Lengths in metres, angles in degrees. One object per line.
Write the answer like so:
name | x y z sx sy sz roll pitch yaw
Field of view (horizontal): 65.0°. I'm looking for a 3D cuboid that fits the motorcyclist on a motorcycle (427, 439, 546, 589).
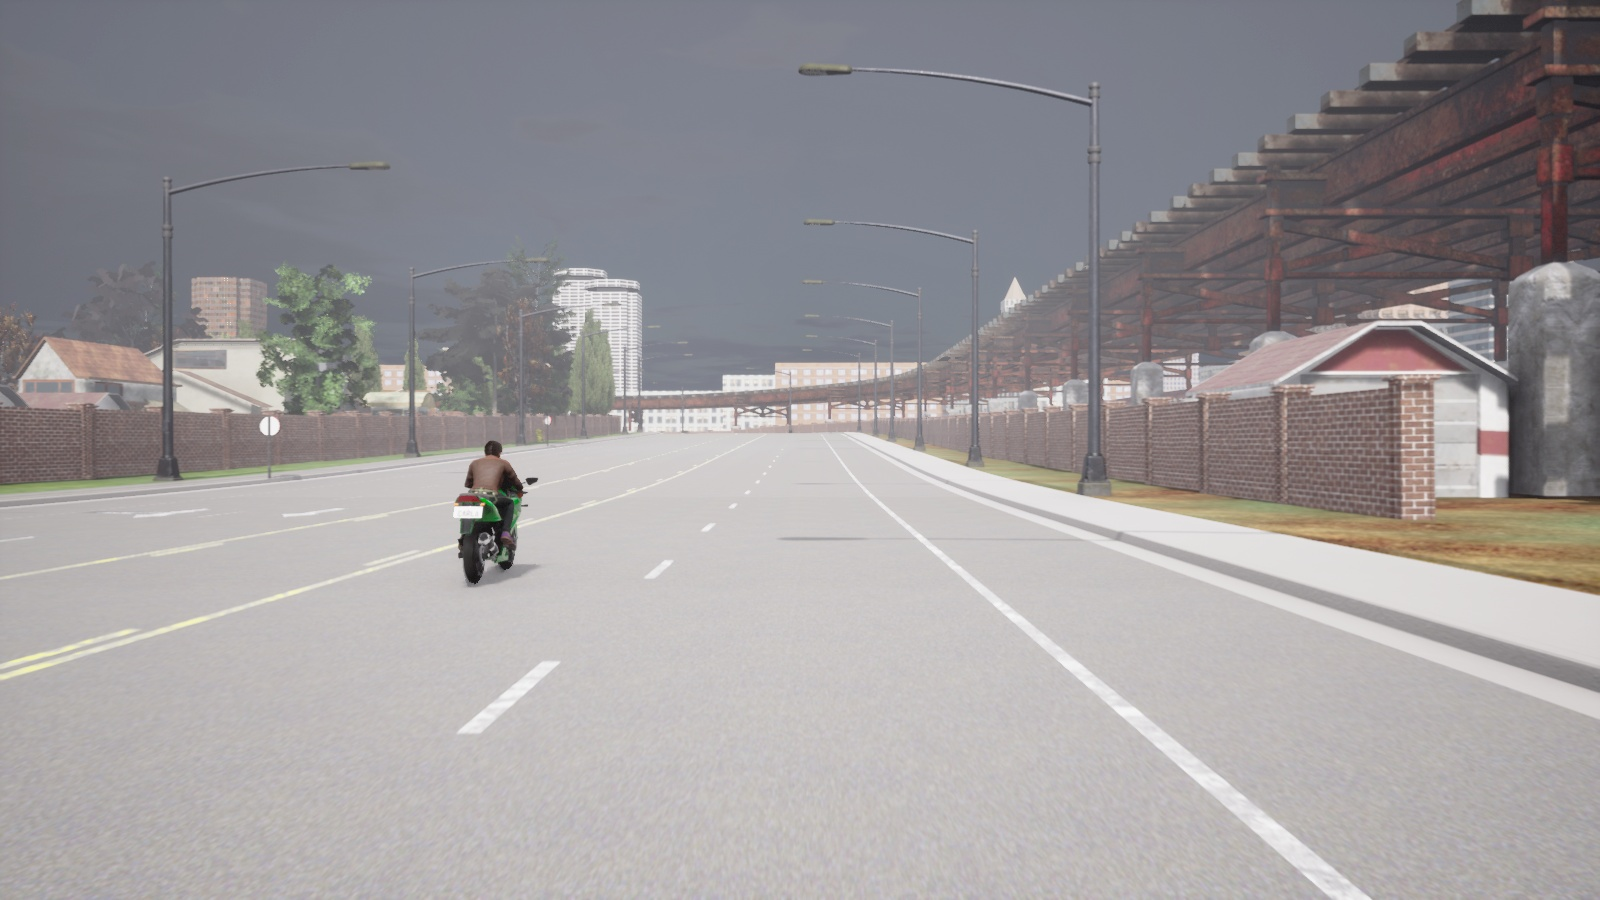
motorcyclist on a motorcycle | -3.406 0.648 13.841 0.797 1.523 2.044 0 0 0
